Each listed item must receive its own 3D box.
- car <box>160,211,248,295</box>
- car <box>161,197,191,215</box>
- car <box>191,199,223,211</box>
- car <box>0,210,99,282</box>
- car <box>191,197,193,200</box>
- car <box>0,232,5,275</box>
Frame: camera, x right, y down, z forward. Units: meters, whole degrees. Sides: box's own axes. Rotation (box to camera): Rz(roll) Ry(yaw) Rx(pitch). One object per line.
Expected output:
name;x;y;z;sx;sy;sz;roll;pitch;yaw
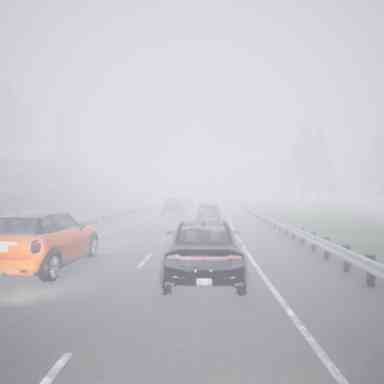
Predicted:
car;0.299;1.480;8.709;2.128;1.511;4.902;0;0;2
car;-1.701;1.308;33.478;2.097;1.767;4.553;0;0;6
car;1.362;1.457;26.316;2.128;1.511;4.902;0;0;5
car;-4.373;1.338;9.902;2.097;1.767;4.553;0;0;2
car;-0.614;1.431;46.863;2.128;1.511;4.902;0;0;6
car;-4.522;1.521;3.949;1.812;1.442;4.674;0;0;1
